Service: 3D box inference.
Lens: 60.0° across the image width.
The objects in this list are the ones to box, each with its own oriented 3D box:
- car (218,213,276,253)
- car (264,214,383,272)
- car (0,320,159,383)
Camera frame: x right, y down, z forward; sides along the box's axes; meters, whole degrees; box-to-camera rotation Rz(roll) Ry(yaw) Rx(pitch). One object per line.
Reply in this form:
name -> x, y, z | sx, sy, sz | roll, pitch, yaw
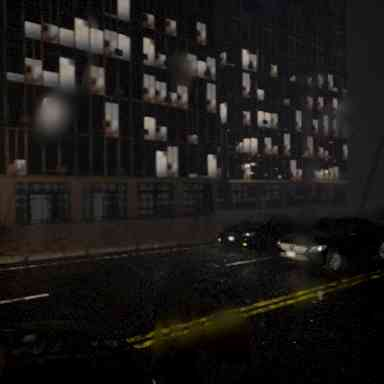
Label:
car -> 3.124, 1.591, 13.822 | 4.181, 1.385, 1.994 | 0, 0, -35
car -> 4.784, 1.551, 11.013 | 4.674, 1.442, 1.812 | 0, 0, -35
car -> -2.444, 1.489, 1.695 | 4.902, 1.511, 2.128 | 0, 0, -35
